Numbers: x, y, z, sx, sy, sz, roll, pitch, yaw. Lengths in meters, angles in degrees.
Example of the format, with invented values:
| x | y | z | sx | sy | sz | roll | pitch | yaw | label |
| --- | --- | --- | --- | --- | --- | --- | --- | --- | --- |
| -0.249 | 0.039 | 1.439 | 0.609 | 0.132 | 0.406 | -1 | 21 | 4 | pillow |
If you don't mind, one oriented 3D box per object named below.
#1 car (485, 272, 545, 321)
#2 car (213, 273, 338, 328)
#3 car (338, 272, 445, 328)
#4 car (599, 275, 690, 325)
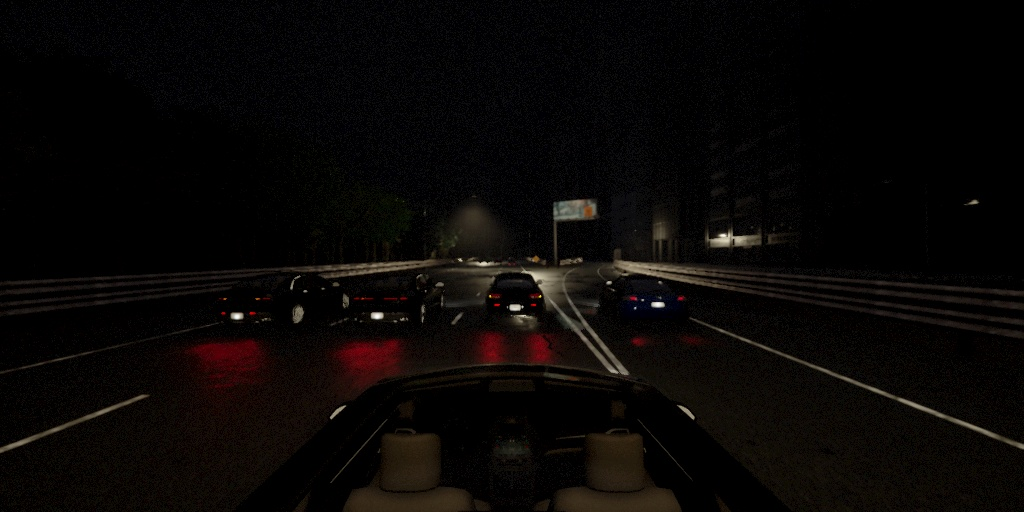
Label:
| x | y | z | sx | sy | sz | roll | pitch | yaw | label |
| --- | --- | --- | --- | --- | --- | --- | --- | --- | --- |
| 0.084 | 1.283 | 12.356 | 1.812 | 1.442 | 4.674 | 0 | 0 | 0 | car |
| -6.905 | 1.262 | 11.431 | 1.837 | 1.490 | 4.892 | 0 | 0 | 0 | car |
| -3.402 | 1.262 | 11.471 | 1.837 | 1.490 | 4.892 | 0 | 0 | 0 | car |
| 4.193 | 1.320 | 11.950 | 1.994 | 1.385 | 4.181 | 0 | 0 | 4 | car |
